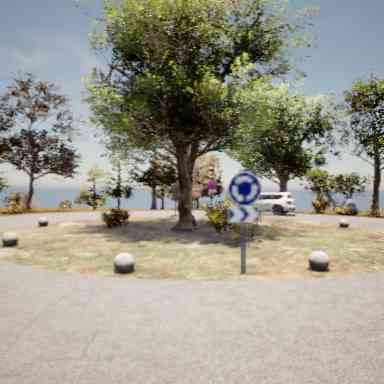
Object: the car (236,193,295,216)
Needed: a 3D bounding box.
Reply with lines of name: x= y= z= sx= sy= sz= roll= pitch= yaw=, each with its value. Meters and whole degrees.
car: x=6.840 y=1.077 z=31.366 sx=5.566 sy=2.045 sz=2.150 roll=1 pitch=0 yaw=29
